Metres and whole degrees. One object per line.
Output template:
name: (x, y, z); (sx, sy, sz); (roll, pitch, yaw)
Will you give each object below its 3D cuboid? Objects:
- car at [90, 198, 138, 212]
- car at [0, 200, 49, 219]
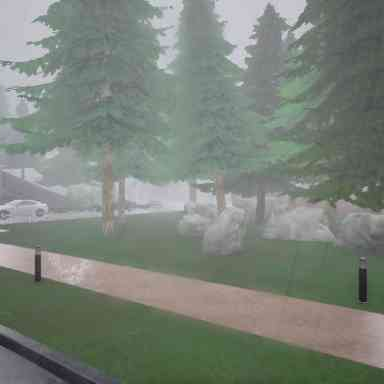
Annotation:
car: (-8.211, 1.385, 35.652); (2.033, 1.411, 5.357); (0, 0, 36)
car: (-14.182, 1.363, 27.315); (1.812, 1.442, 4.674); (0, 0, 35)
